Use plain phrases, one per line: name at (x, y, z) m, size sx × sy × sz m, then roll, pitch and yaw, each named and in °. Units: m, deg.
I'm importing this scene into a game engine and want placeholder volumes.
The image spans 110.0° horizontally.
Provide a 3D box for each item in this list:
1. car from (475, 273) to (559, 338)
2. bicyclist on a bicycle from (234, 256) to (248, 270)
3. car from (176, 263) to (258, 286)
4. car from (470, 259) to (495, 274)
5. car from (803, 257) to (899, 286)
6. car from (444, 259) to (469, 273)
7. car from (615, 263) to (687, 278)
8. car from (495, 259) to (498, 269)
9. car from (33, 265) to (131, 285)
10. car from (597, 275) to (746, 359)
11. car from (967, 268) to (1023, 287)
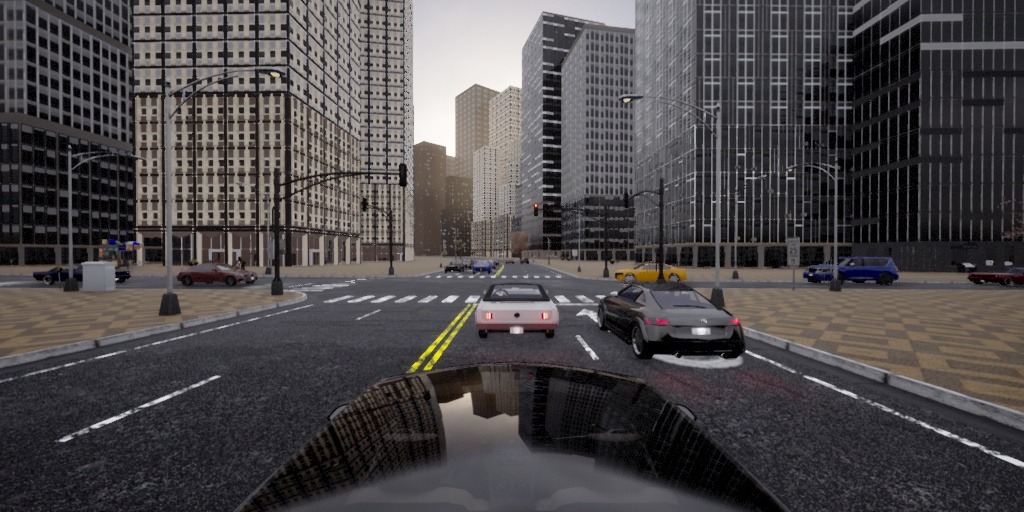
car at (0.110, 1.346, 10.119) m, size 1.895 × 1.301 × 4.718 m, roll 0°, pitch 0°, yaw 0°
bicyclist on a bicycle at (-24.667, 0.864, 32.594) m, size 0.582 × 1.620 × 1.656 m, roll 0°, pitch 1°, yaw 1°
car at (-19.457, 1.189, 23.724) m, size 4.674 × 1.442 × 1.812 m, roll 0°, pitch 0°, yaw 1°
car at (-3.299, 1.189, 40.730) m, size 1.882 × 1.535 × 5.008 m, roll 0°, pitch 0°, yaw 0°
car at (24.566, 1.064, 26.081) m, size 5.566 × 2.045 × 2.150 m, roll 1°, pitch 0°, yaw 2°
car at (-6.550, 1.311, 41.402) m, size 1.895 × 1.301 × 4.718 m, roll 0°, pitch 0°, yaw 0°
car at (10.214, 1.249, 26.592) m, size 5.008 × 1.535 × 1.882 m, roll 0°, pitch 1°, yaw 6°
car at (-3.285, 1.217, 50.646) m, size 1.812 × 1.442 × 4.674 m, roll 0°, pitch 0°, yaw 0°
car at (-28.566, 1.221, 23.965) m, size 4.718 × 1.301 × 1.895 m, roll 0°, pitch 0°, yaw 1°
car at (3.363, 1.310, 8.403) m, size 1.994 × 1.385 × 4.181 m, roll 0°, pitch 0°, yaw 0°
car at (36.155, 1.493, 25.814) m, size 4.718 × 1.301 × 1.895 m, roll 0°, pitch 0°, yaw 2°
